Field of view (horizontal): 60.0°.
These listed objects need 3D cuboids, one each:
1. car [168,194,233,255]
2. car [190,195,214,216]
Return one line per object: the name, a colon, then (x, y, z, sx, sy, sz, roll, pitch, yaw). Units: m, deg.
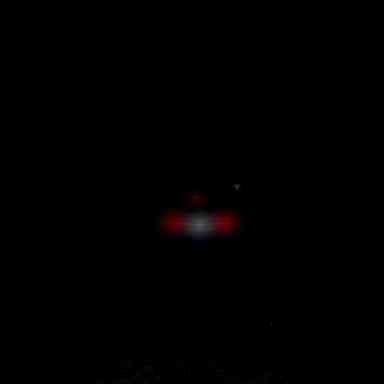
car: (0.337, 1.096, 12.900, 2.150, 2.045, 5.566, 0, 1, 2)
car: (0.878, 1.121, 28.798, 1.882, 1.535, 5.008, 0, 1, 3)
